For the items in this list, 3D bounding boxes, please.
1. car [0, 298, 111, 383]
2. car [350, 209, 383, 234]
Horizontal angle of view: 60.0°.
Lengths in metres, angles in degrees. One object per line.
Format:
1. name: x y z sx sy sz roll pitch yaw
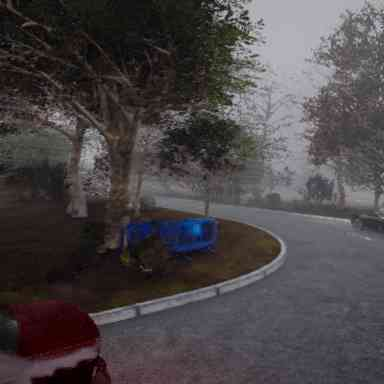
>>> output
1. car: -2.946 1.478 1.704 5.008 1.535 1.882 0 0 -37
2. car: 9.520 1.440 15.629 1.895 1.301 4.718 1 2 -5
